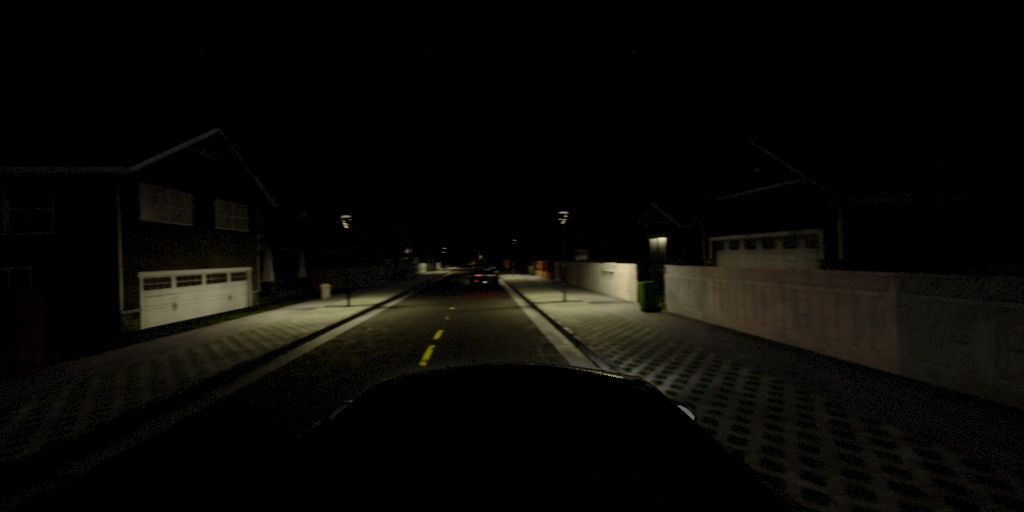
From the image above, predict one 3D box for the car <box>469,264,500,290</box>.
[{"bbox_3d":[-1.871,1.411,24.368,2.128,1.511,4.902,-1,0,-5],"label":"car"}]
